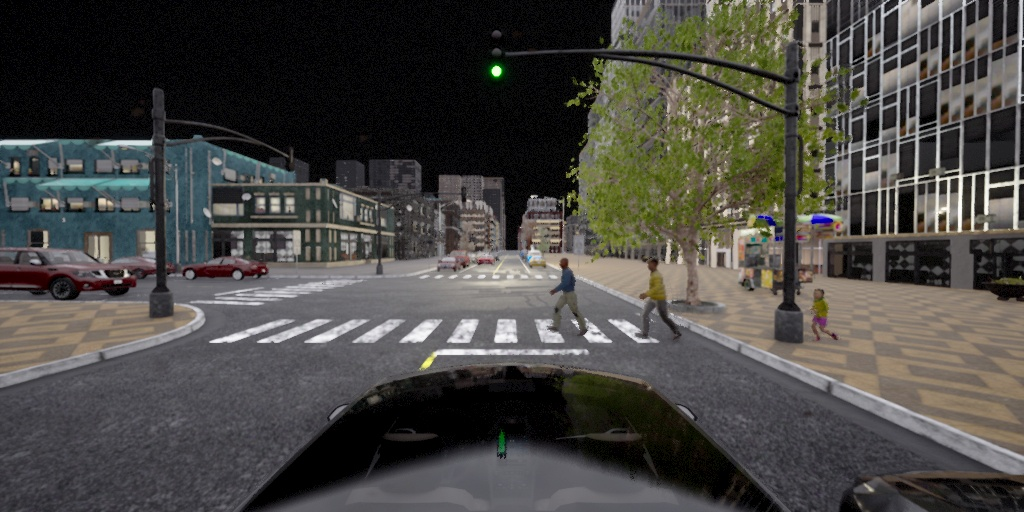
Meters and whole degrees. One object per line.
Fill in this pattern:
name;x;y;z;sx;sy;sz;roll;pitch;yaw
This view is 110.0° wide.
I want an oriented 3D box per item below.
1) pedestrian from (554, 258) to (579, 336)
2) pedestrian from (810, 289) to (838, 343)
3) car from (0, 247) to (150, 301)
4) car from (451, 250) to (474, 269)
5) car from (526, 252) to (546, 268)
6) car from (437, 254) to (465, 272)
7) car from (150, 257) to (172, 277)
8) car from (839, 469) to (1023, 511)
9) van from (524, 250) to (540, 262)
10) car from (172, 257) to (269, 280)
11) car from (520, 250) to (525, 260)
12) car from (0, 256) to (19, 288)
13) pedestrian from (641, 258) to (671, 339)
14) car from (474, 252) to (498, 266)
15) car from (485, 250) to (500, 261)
pedestrian;1.263;0.909;8.341;0.375;1.860;0.375;0;1;0
pedestrian;6.161;1.161;7.140;0.500;1.100;0.500;0;1;0
car;-17.150;0.612;13.285;5.009;1.841;2.192;0;0;-1
car;-5.663;0.323;38.215;2.192;1.841;5.009;0;0;0
car;2.717;0.534;38.381;1.751;1.417;4.829;0;0;0
car;-5.667;0.703;32.665;1.802;1.307;4.207;0;0;0
car;-22.806;0.683;21.588;4.207;1.307;1.802;0;0;-1
car;2.690;1.347;0.190;1.948;1.339;4.313;0;0;0
van;2.721;0.237;43.762;1.690;1.789;3.998;0;0;0
car;-17.262;0.713;21.663;4.507;1.381;1.888;0;0;-1
car;2.729;0.222;54.861;2.007;1.370;4.403;0;0;0
car;-25.789;0.700;15.745;5.357;1.411;2.033;1;1;-1
pedestrian;3.146;0.919;7.851;0.375;1.860;0.375;0;1;0
car;-3.052;0.521;42.563;1.895;1.301;4.718;0;1;0
car;-3.014;0.097;58.760;1.837;1.490;4.892;0;1;1
